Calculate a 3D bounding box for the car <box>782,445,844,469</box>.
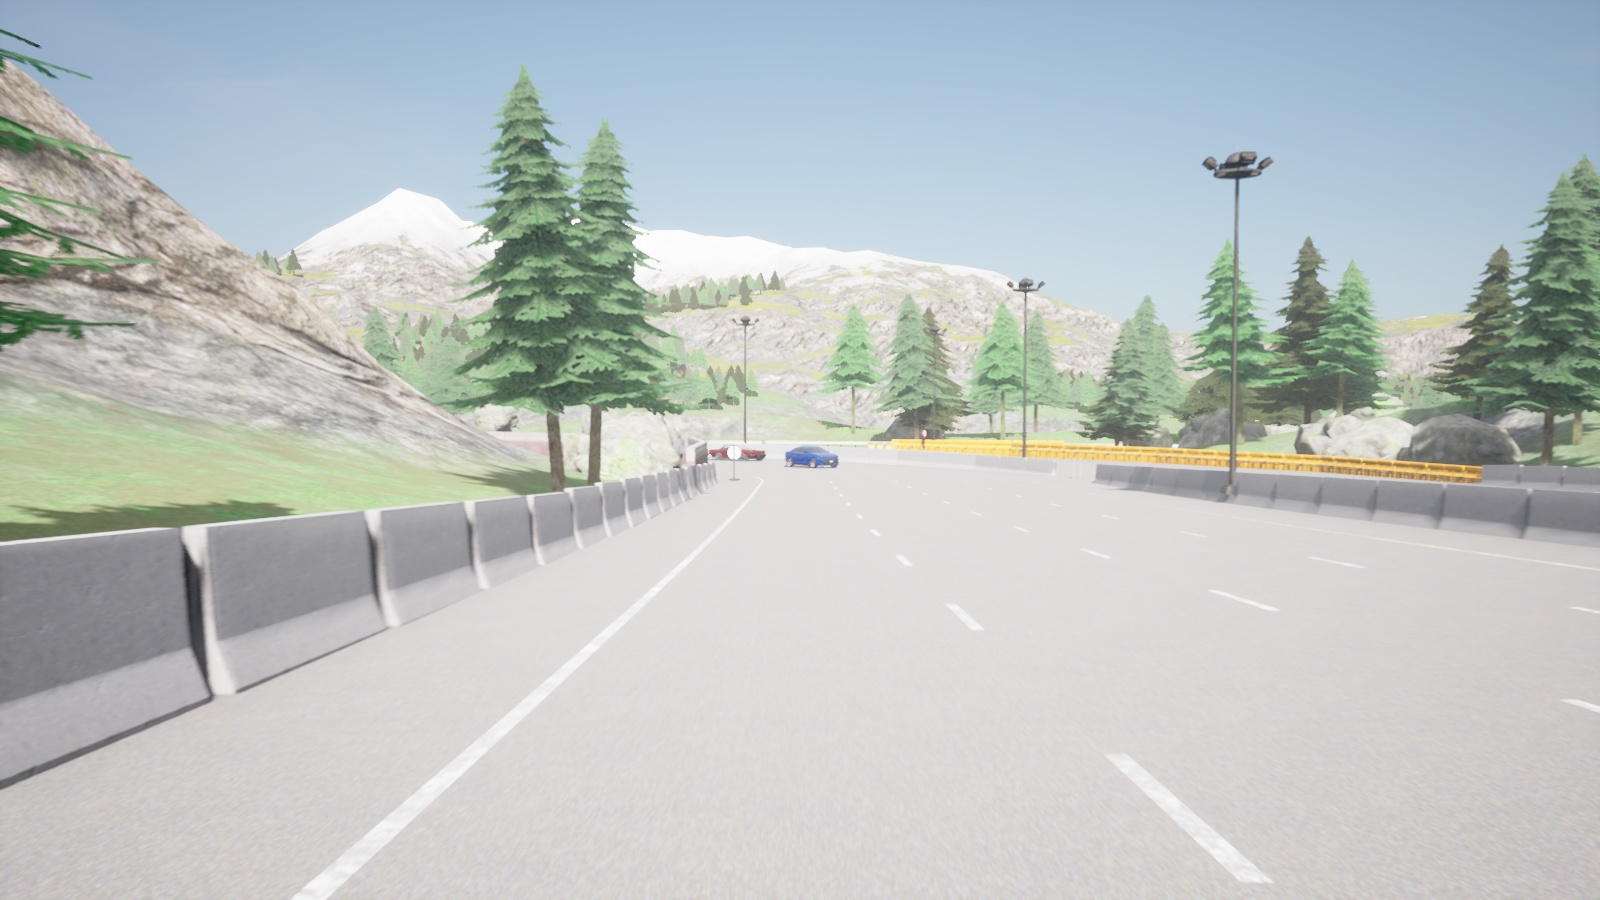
[{"bbox_3d":[0.872,0.454,86.580,1.882,1.535,5.008,-1,1,-31],"label":"car"}]
